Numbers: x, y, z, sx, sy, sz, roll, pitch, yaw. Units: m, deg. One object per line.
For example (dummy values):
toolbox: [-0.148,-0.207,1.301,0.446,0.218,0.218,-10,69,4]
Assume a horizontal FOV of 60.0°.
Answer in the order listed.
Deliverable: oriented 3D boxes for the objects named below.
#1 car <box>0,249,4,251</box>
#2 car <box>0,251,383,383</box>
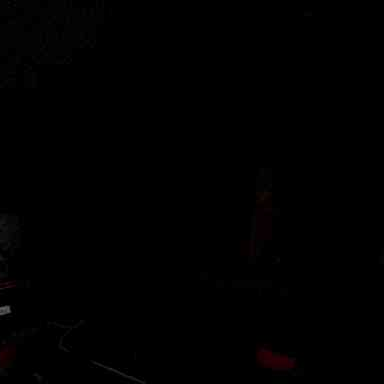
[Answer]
car: [-4.508,1.560,6.021,4.507,1.381,1.887,0,0,35]
car: [0.009,1.444,2.804,4.097,1.590,1.967,0,0,35]
